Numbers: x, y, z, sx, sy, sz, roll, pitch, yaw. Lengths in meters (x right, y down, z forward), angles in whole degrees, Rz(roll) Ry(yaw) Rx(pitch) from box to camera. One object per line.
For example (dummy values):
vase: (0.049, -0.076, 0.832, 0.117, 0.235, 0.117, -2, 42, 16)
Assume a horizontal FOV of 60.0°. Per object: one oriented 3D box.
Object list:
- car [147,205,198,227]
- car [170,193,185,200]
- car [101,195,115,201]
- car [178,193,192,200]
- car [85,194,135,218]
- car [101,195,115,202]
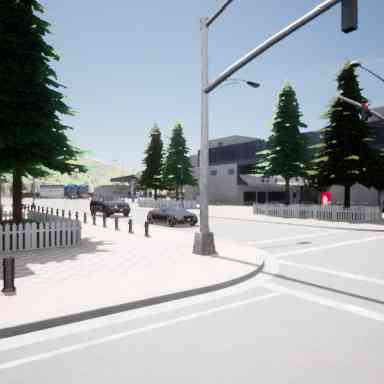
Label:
car: (-1.416, 1.579, 22.872, 1.994, 1.385, 4.181, 0, 0, -37)
car: (-3.884, 1.111, 86.005, 1.932, 1.855, 4.605, 0, 0, -37)
car: (-20.919, 1.398, 82.782, 1.970, 1.475, 3.806, 0, 0, -37)
car: (-1.796, 1.090, 88.067, 1.905, 1.878, 3.866, 0, 0, -37)
car: (-7.851, 1.236, 31.390, 2.150, 2.045, 5.566, 0, 0, -37)
car: (-18.893, 1.388, 75.046, 1.845, 1.501, 3.633, 0, 0, -37)
